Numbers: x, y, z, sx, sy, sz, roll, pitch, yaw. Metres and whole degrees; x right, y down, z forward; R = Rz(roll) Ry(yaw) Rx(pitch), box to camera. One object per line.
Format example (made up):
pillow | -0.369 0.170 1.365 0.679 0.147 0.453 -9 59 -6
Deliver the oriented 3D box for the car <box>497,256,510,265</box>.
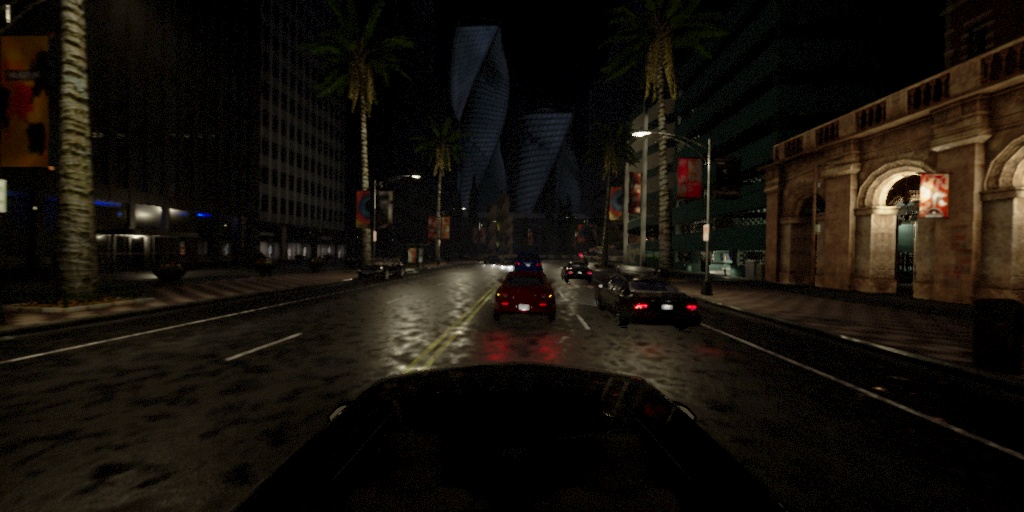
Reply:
car | -0.413 0.707 55.618 2.128 1.511 4.902 1 1 11

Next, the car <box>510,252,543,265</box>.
car | 1.305 0.728 29.096 2.150 2.045 5.566 1 1 3

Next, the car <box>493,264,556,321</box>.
car | 0.454 1.184 11.924 1.812 1.442 4.674 1 1 3

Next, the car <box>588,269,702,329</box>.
car | 3.920 1.272 11.235 2.033 1.411 5.357 1 1 3

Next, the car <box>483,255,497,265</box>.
car | -3.248 0.637 59.080 1.837 1.490 4.892 1 1 14

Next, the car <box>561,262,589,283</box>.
car | 4.643 1.137 26.235 2.033 1.411 5.357 1 1 3
